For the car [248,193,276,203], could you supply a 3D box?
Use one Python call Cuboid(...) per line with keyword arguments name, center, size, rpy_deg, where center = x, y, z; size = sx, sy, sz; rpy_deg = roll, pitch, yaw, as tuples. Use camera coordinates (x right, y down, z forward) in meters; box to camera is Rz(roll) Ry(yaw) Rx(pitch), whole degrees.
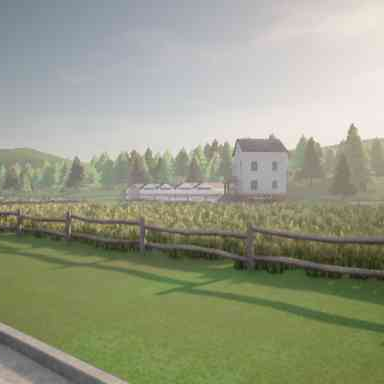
Cuboid(name="car", center=(12.063, 1.189, 57.458), size=(4.605, 1.855, 1.932), rpy_deg=(0, 0, 35))
